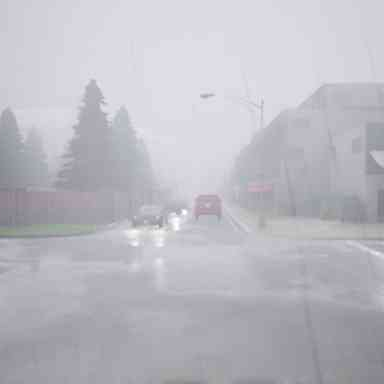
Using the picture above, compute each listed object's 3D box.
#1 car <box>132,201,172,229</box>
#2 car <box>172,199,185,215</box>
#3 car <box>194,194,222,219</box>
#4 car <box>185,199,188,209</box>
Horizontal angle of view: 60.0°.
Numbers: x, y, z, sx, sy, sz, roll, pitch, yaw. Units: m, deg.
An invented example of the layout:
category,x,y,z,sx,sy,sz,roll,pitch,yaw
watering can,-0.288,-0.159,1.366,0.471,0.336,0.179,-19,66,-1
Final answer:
category,x,y,z,sx,sy,sz,roll,pitch,yaw
car,-2.635,1.510,21.923,1.812,1.442,4.674,0,0,3
car,-2.084,1.578,33.534,1.895,1.301,4.718,0,0,3
car,1.389,1.201,28.714,2.150,2.045,5.566,0,0,3
car,-1.567,1.570,44.149,1.895,1.301,4.718,0,0,3
